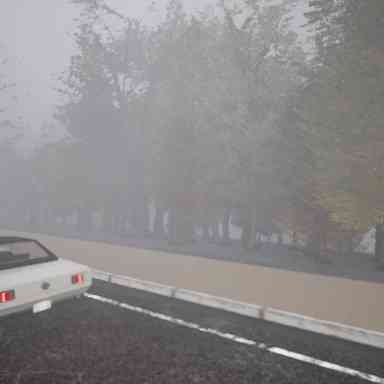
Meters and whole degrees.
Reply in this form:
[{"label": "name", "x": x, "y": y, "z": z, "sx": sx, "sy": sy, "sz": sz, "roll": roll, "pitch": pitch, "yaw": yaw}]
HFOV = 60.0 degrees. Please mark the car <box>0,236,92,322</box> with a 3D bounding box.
[{"label": "car", "x": -4.246, "y": 1.566, "z": 6.724, "sx": 4.718, "sy": 1.301, "sz": 1.895, "roll": 0, "pitch": 0, "yaw": 35}]
